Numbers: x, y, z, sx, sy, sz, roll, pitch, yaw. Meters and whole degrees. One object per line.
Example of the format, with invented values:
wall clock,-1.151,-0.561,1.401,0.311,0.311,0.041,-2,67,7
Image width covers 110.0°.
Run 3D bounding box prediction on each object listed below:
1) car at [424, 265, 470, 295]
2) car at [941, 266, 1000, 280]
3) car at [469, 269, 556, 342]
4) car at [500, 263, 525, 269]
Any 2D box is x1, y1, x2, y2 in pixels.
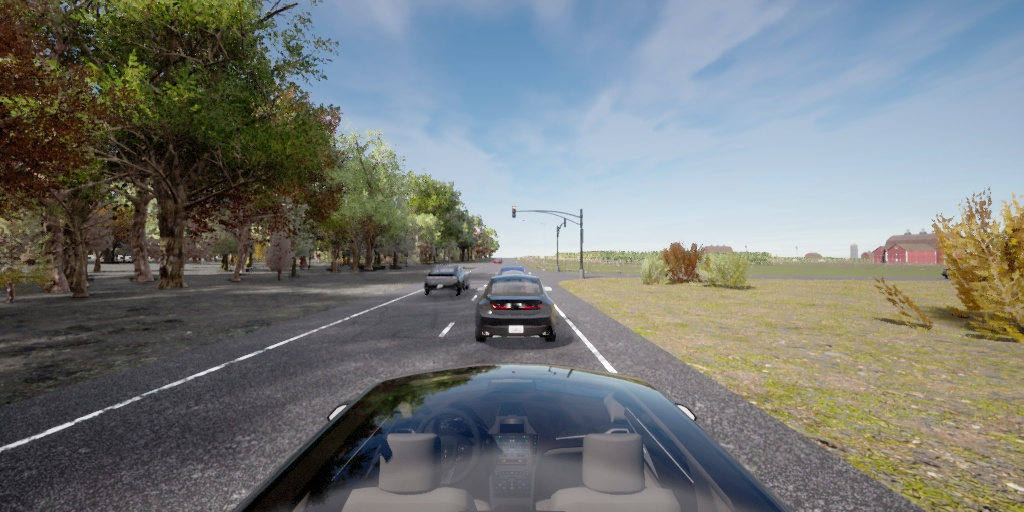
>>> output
car,-3.448,1.244,19.595,2.128,1.511,4.902,0,0,0
car,48.419,1.765,37.793,4.902,1.511,2.128,1,-1,0
car,0.078,1.256,9.773,1.837,1.490,4.892,0,0,0
car,0.069,1.278,19.021,1.812,1.442,4.674,0,0,0
